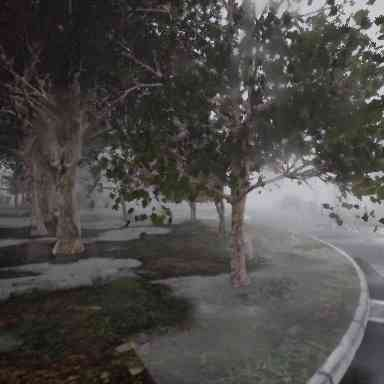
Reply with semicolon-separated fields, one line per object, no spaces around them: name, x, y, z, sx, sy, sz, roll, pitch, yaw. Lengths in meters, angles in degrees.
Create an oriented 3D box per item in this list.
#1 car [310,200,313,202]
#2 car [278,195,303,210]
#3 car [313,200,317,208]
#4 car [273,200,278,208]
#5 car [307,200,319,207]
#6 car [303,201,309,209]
car;20.534;2.321;61.255;1.994;1.385;4.181;0;-2;26
car;13.989;1.491;46.855;2.150;2.045;5.566;0;-2;23
car;23.860;2.543;68.117;1.994;1.385;4.181;0;-2;26
car;15.494;2.084;58.243;1.882;1.535;5.008;0;-2;26
car;27.622;2.633;75.878;2.128;1.511;4.902;0;-2;26
car;18.305;2.147;56.653;2.033;1.411;5.357;0;-2;26
